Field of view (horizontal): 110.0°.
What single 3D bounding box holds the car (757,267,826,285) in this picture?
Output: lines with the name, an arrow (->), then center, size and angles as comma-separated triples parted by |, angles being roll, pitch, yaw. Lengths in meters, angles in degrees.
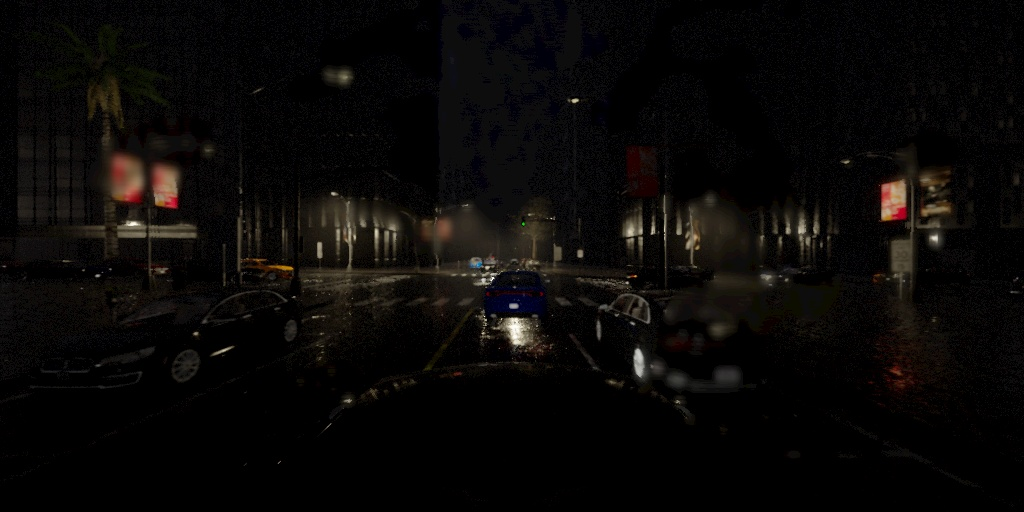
car -> 24.944, 1.801, 32.105 | 4.674, 1.442, 1.812 | 1, 0, 0

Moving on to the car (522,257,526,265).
car -> 3.074, 1.365, 59.983 | 2.007, 1.370, 4.403 | 0, 0, 1

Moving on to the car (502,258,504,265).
car -> -2.774, 1.357, 55.886 | 2.033, 1.411, 5.357 | 0, 0, 1

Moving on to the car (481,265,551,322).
car -> 0.294, 1.238, 12.402 | 1.882, 1.535, 5.008 | 0, 0, 6

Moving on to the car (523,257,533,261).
car -> 3.024, 1.332, 54.641 | 1.751, 1.417, 4.829 | 0, 0, 1

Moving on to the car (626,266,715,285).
car -> 9.502, 1.458, 22.206 | 4.892, 1.490, 1.837 | 2, -2, -4

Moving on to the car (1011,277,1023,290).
car -> 43.393, 1.968, 28.746 | 4.553, 1.767, 2.097 | 1, 0, 1

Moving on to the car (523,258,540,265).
car -> 2.970, 1.351, 48.958 | 2.007, 1.370, 4.403 | 0, 0, 1

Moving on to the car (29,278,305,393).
car -> -5.761, 1.306, 6.782 | 2.007, 1.370, 4.403 | 0, 0, 0

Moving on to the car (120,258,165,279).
car -> -27.278, 0.841, 25.596 | 4.674, 1.442, 1.812 | 1, 0, 0

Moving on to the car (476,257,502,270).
car -> -2.891, 1.289, 46.146 | 2.128, 1.511, 4.902 | 0, 0, 2

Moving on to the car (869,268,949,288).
car -> 35.423, 1.951, 32.056 | 5.008, 1.535, 1.882 | 1, 0, 0

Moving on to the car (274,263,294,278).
car -> -18.075, 0.954, 25.566 | 5.008, 1.535, 1.882 | 1, 0, 0

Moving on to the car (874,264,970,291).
car -> 33.097, 1.642, 28.817 | 5.566, 2.045, 2.150 | 1, 0, 1

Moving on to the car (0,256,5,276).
car -> -37.276, 0.670, 25.644 | 4.674, 1.442, 1.812 | 1, 0, 0

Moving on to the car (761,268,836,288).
car -> 23.174, 1.724, 28.862 | 4.902, 1.511, 2.128 | 1, 0, 0

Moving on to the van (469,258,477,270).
van -> -5.503, 1.149, 54.549 | 1.690, 1.789, 3.998 | 0, 0, 1

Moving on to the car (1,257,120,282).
car -> -27.975, 0.895, 22.345 | 4.718, 1.301, 1.895 | 1, 0, 0

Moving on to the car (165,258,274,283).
car -> -18.078, 0.945, 22.322 | 5.008, 1.535, 1.882 | 1, 0, 1

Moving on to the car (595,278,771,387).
car -> 2.764, 1.305, 6.775 | 2.007, 1.370, 4.403 | 0, 0, 0
